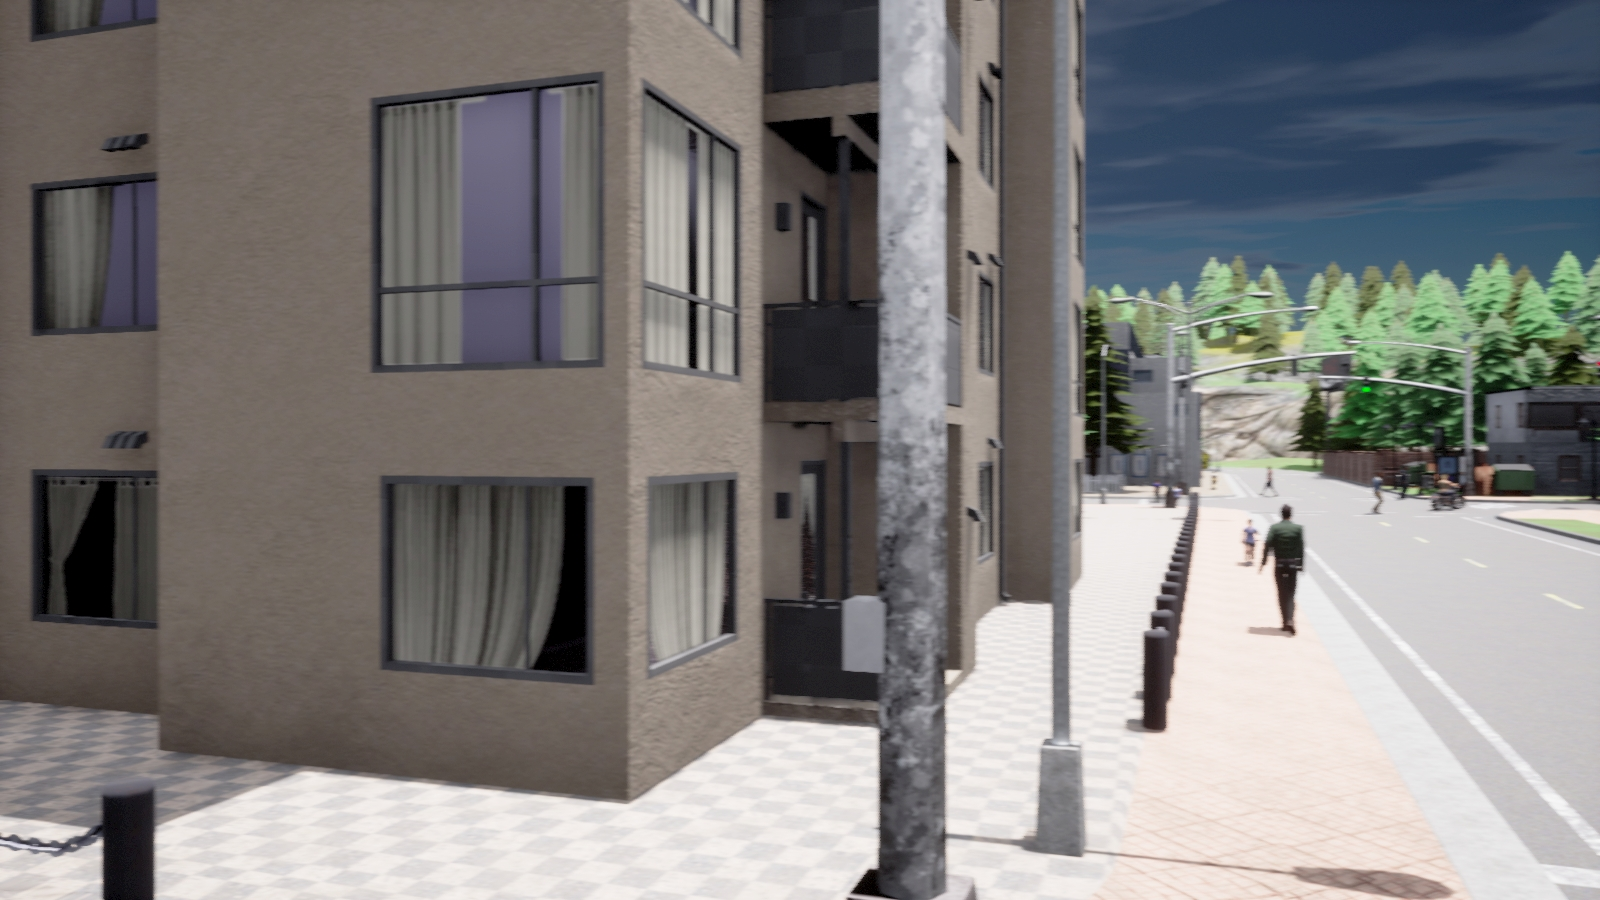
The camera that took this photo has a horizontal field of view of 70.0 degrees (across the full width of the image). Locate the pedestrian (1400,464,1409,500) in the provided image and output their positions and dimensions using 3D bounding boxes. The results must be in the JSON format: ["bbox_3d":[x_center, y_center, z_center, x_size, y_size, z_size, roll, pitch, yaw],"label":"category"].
[{"bbox_3d":[31.894,1.686,60.312,0.375,1.860,0.375,0,0,34],"label":"pedestrian"}]

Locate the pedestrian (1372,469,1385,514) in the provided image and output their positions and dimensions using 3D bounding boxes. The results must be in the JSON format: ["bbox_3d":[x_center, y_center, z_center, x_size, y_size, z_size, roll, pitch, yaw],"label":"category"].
[{"bbox_3d":[23.920,1.715,47.265,0.375,1.860,0.375,0,0,-42],"label":"pedestrian"}]

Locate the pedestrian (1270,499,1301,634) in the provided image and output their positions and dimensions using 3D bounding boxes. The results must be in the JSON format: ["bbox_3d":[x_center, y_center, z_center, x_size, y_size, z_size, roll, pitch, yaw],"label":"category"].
[{"bbox_3d":[6.885,1.636,16.195,0.375,1.860,0.375,0,0,19],"label":"pedestrian"}]

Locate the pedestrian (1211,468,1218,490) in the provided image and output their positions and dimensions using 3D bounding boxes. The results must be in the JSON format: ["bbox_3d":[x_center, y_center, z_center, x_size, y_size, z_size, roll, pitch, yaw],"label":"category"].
[{"bbox_3d":[25.541,1.787,70.456,0.375,1.300,0.375,0,0,15],"label":"pedestrian"}]

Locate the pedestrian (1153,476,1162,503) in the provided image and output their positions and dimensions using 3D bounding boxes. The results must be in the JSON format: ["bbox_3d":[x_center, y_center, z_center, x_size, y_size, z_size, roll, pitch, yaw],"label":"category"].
[{"bbox_3d":[17.981,1.984,57.454,0.375,1.300,0.375,0,0,7],"label":"pedestrian"}]

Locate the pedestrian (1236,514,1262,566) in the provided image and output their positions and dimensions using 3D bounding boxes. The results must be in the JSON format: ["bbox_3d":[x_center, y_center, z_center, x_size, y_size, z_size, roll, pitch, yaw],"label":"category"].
[{"bbox_3d":[9.981,1.996,25.389,0.500,1.100,0.500,0,0,18],"label":"pedestrian"}]

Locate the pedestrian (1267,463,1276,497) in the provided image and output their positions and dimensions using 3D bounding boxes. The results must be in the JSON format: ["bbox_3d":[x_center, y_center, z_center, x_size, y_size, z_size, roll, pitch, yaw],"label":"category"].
[{"bbox_3d":[26.166,1.676,63.383,0.375,1.860,0.375,0,0,12],"label":"pedestrian"}]

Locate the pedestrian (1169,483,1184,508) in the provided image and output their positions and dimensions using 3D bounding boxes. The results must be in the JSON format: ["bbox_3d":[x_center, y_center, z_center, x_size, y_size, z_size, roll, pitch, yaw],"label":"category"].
[{"bbox_3d":[17.319,2.096,52.561,0.500,1.100,0.500,0,0,2],"label":"pedestrian"}]
